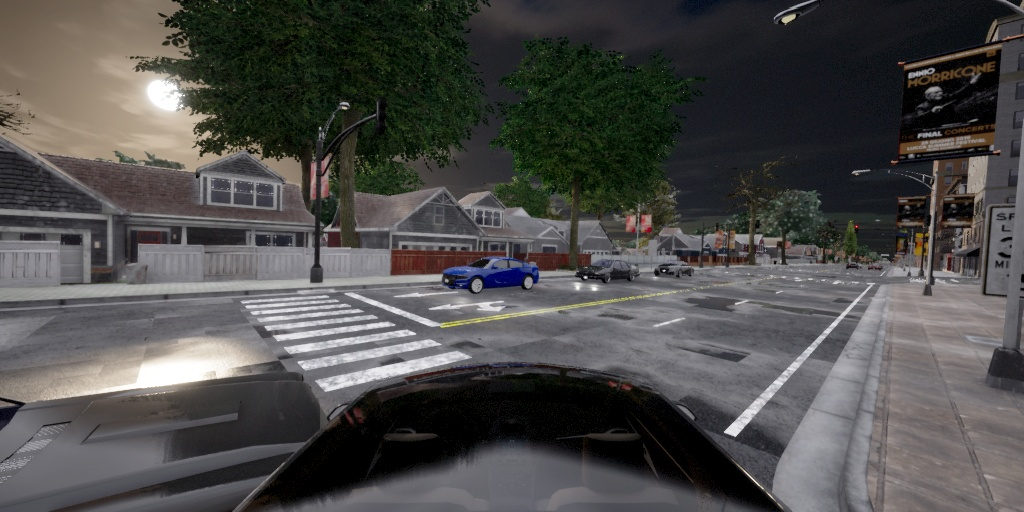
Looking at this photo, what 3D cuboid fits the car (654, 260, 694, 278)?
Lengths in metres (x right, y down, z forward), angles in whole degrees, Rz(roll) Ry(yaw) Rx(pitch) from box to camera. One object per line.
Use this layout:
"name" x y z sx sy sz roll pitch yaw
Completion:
"car" 13.698 1.027 30.232 4.181 1.385 1.994 1 2 -43

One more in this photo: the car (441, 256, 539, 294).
"car" -0.881 0.778 16.618 5.008 1.535 1.882 1 2 -43

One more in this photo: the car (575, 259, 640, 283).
"car" 6.393 0.927 23.424 5.357 1.411 2.033 1 2 -43

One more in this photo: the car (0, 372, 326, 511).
"car" -3.317 1.273 1.470 4.718 1.301 1.895 1 2 -33
